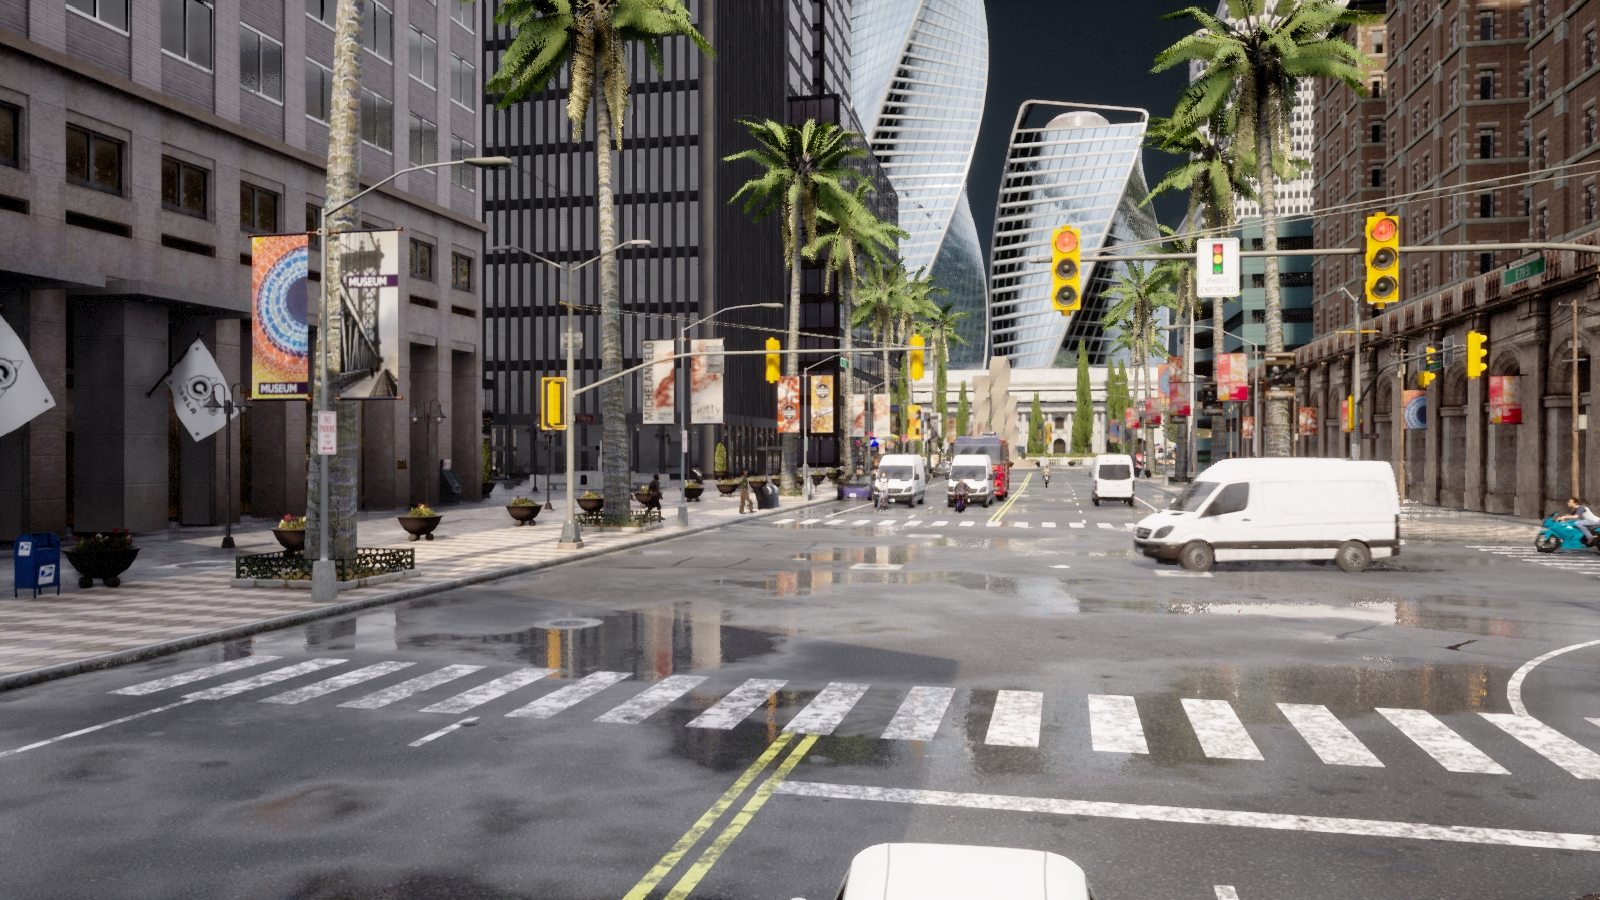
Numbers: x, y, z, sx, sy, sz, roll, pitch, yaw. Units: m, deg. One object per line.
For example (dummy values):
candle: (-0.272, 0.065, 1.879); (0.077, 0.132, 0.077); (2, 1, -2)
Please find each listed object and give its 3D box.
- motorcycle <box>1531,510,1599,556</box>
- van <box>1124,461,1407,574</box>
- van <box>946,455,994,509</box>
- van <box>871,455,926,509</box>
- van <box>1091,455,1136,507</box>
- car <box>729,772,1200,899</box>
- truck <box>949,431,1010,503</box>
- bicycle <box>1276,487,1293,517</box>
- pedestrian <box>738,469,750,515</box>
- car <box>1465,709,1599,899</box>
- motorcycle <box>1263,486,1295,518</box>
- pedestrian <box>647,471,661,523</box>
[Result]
motorcycle: (20.690, 2.213, 30.350); (2.033, 1.145, 0.803); (0, -1, 25)
van: (10.913, 1.535, 27.024); (5.915, 2.561, 1.988); (0, -1, -3)
van: (8.600, 1.534, 57.397); (1.988, 2.561, 5.915); (0, 0, 13)
van: (5.034, 1.534, 57.494); (1.988, 2.561, 5.915); (0, 0, 13)
van: (16.271, 1.534, 59.597); (1.988, 2.561, 5.915); (0, 0, 13)
car: (0.558, 2.120, 3.851); (1.481, 1.376, 2.207); (0, 0, 9)
truck: (10.323, 0.890, 65.040); (2.891, 3.827, 8.468); (0, 0, 13)
bicycle: (20.524, 2.206, 48.420); (0.373, 1.196, 1.643); (0, 0, 13)
pedestrian: (-2.277, 1.697, 46.516); (0.375, 1.860, 0.375); (0, 0, 27)
car: (3.753, 1.992, 2.523); (2.152, 1.651, 5.027); (0, 0, 7)
motorcycle: (20.463, 2.205, 48.863); (0.867, 1.251, 2.209); (0, 0, 13)
pedestrian: (-5.315, 1.697, 41.575); (0.375, 1.860, 0.375); (0, 0, -35)
